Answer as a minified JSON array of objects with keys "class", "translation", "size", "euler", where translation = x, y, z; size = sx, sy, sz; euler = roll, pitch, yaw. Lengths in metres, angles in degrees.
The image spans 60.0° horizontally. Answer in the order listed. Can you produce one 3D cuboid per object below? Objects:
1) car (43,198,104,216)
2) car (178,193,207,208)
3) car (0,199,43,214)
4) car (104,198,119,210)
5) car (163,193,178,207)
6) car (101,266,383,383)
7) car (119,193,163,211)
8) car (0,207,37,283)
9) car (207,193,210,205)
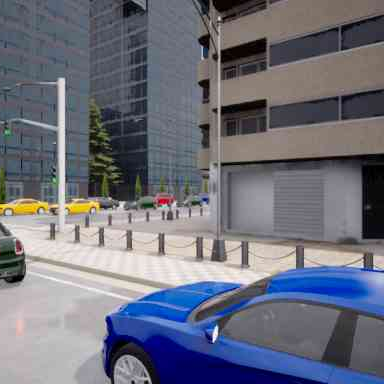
[{"class":"car","translation":[-11.484,1.422,32.675],"size":[1.882,1.535,5.008],"euler":[0,0,36]},{"class":"car","translation":[-0.300,1.296,48.098],"size":[2.097,1.767,4.553],"euler":[0,0,36]},{"class":"car","translation":[-16.340,1.422,31.948],"size":[1.882,1.535,5.008],"euler":[0,0,36]},{"class":"car","translation":[-10.823,1.436,39.554],"size":[2.128,1.511,4.902],"euler":[0,0,36]},{"class":"car","translation":[-4.908,1.166,47.716],"size":[2.150,2.045,5.566],"euler":[0,0,35]},{"class":"car","translation":[1.254,1.478,3.097],"size":[5.008,1.535,1.882],"euler":[0,0,36]},{"class":"car","translation":[-6.111,1.296,40.092],"size":[2.097,1.767,4.553],"euler":[0,0,36]},{"class":"car","translation":[-6.240,1.352,8.441],"size":[4.553,1.767,2.097],"euler":[0,0,36]},{"class":"car","translation":[1.119,1.166,55.982],"size":[2.150,2.045,5.566],"euler":[0,0,36]}]
